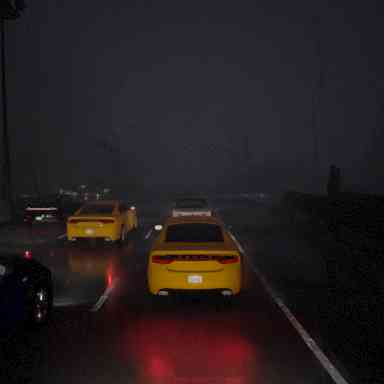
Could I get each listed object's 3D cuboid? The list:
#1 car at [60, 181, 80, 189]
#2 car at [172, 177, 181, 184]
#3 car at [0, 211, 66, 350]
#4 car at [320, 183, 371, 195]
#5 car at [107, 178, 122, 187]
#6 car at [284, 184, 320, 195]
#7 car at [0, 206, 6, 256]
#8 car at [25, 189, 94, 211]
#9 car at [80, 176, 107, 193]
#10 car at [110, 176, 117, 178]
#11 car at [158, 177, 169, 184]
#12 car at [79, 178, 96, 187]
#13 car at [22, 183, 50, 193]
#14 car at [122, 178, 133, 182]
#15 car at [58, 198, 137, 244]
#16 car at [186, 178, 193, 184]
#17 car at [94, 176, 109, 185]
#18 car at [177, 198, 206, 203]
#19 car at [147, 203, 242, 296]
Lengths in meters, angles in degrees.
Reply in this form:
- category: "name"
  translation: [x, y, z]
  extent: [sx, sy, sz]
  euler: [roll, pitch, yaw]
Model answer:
- category: "car"
  translation: [-17.981, -0.967, 51.395]
  extent: [2.128, 1.511, 4.902]
  euler: [0, 3, 0]
- category: "car"
  translation: [-4.166, -2.877, 86.092]
  extent: [1.882, 1.535, 5.008]
  euler: [0, 3, 0]
- category: "car"
  translation: [-3.427, 1.313, 3.900]
  extent: [2.097, 1.767, 4.553]
  euler: [0, 1, 0]
- category: "car"
  translation: [17.663, -0.219, 37.798]
  extent: [4.902, 1.511, 2.128]
  euler: [0, 3, 2]
- category: "car"
  translation: [-14.530, -1.342, 60.329]
  extent: [1.895, 1.301, 4.718]
  euler: [0, 3, 0]
- category: "car"
  translation: [13.803, -0.307, 41.423]
  extent: [4.718, 1.301, 1.895]
  euler: [0, 3, 2]
- category: "car"
  translation: [-6.956, 1.321, 8.231]
  extent: [1.882, 1.535, 5.008]
  euler: [0, 2, 0]
- category: "car"
  translation: [-7.026, 0.864, 17.642]
  extent: [2.128, 1.511, 4.902]
  euler: [0, 3, 0]
- category: "car"
  translation: [-14.019, -1.039, 47.790]
  extent: [2.150, 2.045, 5.566]
  euler: [-1, 3, -8]
- category: "car"
  translation: [-18.091, -2.601, 76.554]
  extent: [2.150, 2.045, 5.566]
  euler: [0, 3, 0]
- category: "car"
  translation: [-7.666, -2.827, 86.067]
  extent: [2.128, 1.511, 4.902]
  euler: [0, 3, 0]
- category: "car"
  translation: [-21.528, -2.037, 68.555]
  extent: [2.097, 1.767, 4.553]
  euler: [0, 3, 0]
- category: "car"
  translation: [-21.444, -0.555, 45.799]
  extent: [1.895, 1.301, 4.718]
  euler: [0, 3, 0]
- category: "car"
  translation: [-14.547, -1.924, 70.930]
  extent: [1.895, 1.301, 4.718]
  euler: [0, 3, 0]
- category: "car"
  translation: [-3.496, 1.060, 13.731]
  extent: [1.882, 1.535, 5.008]
  euler: [0, 3, 0]
- category: "car"
  translation: [-0.670, -2.840, 86.582]
  extent: [2.128, 1.511, 4.902]
  euler: [0, 3, 0]
- category: "car"
  translation: [-21.614, -2.756, 79.389]
  extent: [2.150, 2.045, 5.566]
  euler: [0, 3, 0]
- category: "car"
  translation: [-0.025, 0.972, 17.778]
  extent: [1.895, 1.301, 4.718]
  euler: [0, 3, 0]
- category: "car"
  translation: [0.043, 1.315, 8.409]
  extent: [1.882, 1.535, 5.008]
  euler: [0, 2, 0]
